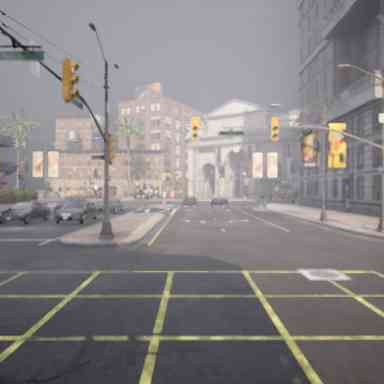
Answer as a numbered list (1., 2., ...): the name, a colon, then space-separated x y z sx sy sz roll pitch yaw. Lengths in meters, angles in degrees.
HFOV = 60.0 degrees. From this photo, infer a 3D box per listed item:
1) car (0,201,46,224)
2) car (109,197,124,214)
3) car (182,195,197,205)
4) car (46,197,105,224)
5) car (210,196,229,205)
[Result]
1. car: -11.524 1.383 23.246 1.812 1.442 4.674 0 0 0
2. car: -8.034 1.302 32.936 1.837 1.490 4.892 0 0 0
3. car: -0.403 1.184 49.828 2.128 1.511 4.902 0 0 -8
4. car: -8.028 1.347 23.558 2.128 1.511 4.902 0 0 0
5. car: 4.198 1.256 49.923 1.994 1.385 4.181 0 0 20
